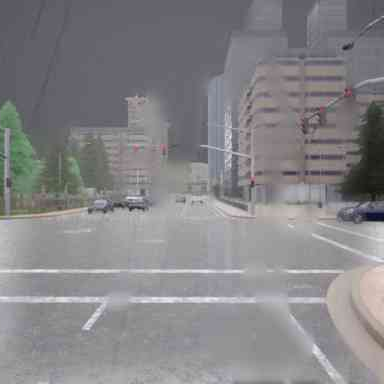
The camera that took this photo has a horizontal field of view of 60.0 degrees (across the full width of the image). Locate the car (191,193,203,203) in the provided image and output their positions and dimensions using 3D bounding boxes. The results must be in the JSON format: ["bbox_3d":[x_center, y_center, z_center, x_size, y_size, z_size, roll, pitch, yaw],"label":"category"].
[{"bbox_3d":[1.037,1.221,66.915,2.150,2.045,5.566,0,0,1],"label":"car"}]

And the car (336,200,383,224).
[{"bbox_3d":[12.948,1.352,24.066,4.553,1.767,2.097,0,0,1],"label":"car"}]

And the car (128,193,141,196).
[{"bbox_3d":[-9.660,1.221,55.454,2.150,2.045,5.566,0,0,1],"label":"car"}]

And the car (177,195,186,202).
[{"bbox_3d":[-2.361,1.478,77.288,1.882,1.535,5.008,0,0,1],"label":"car"}]

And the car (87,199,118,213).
[{"bbox_3d":[-9.847,1.526,36.394,1.812,1.442,4.674,0,0,1],"label":"car"}]

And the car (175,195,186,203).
[{"bbox_3d":[-2.349,1.564,68.332,1.994,1.385,4.181,0,0,1],"label":"car"}]

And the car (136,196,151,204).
[{"bbox_3d":[-9.511,1.491,65.686,2.128,1.511,4.902,0,0,1],"label":"car"}]

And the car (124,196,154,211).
[{"bbox_3d":[-6.325,1.547,40.272,2.033,1.411,5.357,0,0,1],"label":"car"}]

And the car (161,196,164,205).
[{"bbox_3d":[-6.105,1.477,59.936,1.882,1.535,5.008,0,0,0],"label":"car"}]

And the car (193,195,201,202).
[{"bbox_3d":[1.132,1.521,76.600,1.812,1.442,4.674,0,0,1],"label":"car"}]

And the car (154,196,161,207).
[{"bbox_3d":[-6.231,1.564,49.479,1.994,1.385,4.181,0,0,0],"label":"car"}]

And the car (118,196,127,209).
[{"bbox_3d":[-9.773,1.601,45.494,1.895,1.301,4.718,0,0,1],"label":"car"}]
